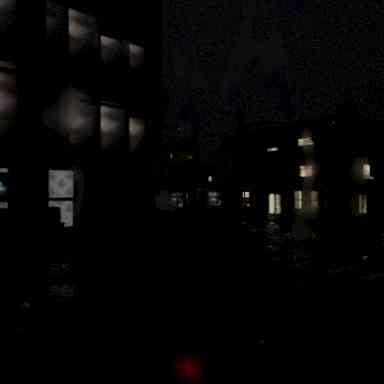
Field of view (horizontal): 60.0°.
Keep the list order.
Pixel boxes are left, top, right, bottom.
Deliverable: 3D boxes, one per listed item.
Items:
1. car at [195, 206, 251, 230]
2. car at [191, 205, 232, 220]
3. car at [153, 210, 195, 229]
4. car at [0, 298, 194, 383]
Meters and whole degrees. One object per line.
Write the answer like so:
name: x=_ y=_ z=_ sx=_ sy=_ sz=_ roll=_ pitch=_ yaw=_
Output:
car: x=2.497 y=2.038 z=25.323 sx=1.994 sy=1.385 sz=4.181 roll=0 pitch=-1 yaw=-37
car: x=2.040 y=2.165 z=35.819 sx=2.008 sy=1.369 sz=4.403 roll=-1 pitch=0 yaw=-37
car: x=-1.586 y=2.087 z=26.226 sx=1.947 sy=1.339 sz=4.313 roll=-1 pitch=0 yaw=-37
car: x=-1.965 y=1.563 z=2.161 sx=4.181 sy=1.385 sz=1.994 roll=1 pitch=0 yaw=-35
